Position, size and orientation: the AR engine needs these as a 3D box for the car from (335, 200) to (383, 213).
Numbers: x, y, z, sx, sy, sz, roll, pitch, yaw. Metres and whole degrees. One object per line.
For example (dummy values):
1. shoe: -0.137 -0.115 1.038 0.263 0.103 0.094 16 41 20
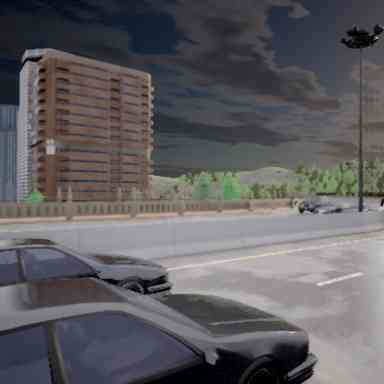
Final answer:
1. car: 14.455 1.716 28.638 4.892 1.490 1.837 1 -1 -44

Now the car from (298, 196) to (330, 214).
1. car: 14.325 1.479 38.500 2.150 2.045 5.566 0 -1 42

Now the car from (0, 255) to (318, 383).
1. car: -1.208 1.554 2.884 5.357 1.411 2.033 0 0 -36

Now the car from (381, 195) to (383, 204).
1. car: 37.513 1.643 63.411 2.150 2.045 5.566 0 0 21

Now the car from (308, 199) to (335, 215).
1. car: 13.858 1.717 32.941 2.128 1.511 4.902 0 0 44

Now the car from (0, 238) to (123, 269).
1. car: -2.992 1.558 5.904 5.357 1.411 2.033 0 0 -35

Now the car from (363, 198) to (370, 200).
1. car: 35.359 1.946 67.810 1.882 1.535 5.008 0 0 18
